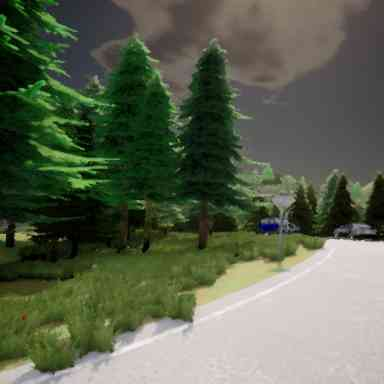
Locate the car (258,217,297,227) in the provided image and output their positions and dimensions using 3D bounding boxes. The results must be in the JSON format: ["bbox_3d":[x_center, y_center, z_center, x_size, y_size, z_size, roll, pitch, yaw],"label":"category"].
[{"bbox_3d":[8.916,3.686,34.704,2.150,2.045,5.566,5,-9,-17],"label":"car"}]

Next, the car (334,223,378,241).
[{"bbox_3d":[13.328,3.242,27.264,1.994,1.385,4.181,4,-7,0],"label":"car"}]
